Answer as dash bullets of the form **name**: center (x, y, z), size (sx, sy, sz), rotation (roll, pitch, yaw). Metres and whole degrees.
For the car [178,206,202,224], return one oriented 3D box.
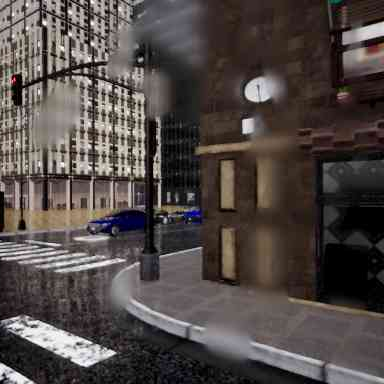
- **car**: center (1.258, 1.874, 27.956), size (1.882, 1.535, 5.008), rotation (-1, -1, 35)

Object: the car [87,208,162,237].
- **car**: center (-4.162, 1.785, 20.239), size (1.812, 1.442, 4.674), rotation (-1, -1, 33)

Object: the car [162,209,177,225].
- **car**: center (-3.515, 1.908, 25.916), size (2.008, 1.369, 4.403), rotation (-2, -2, 35)
